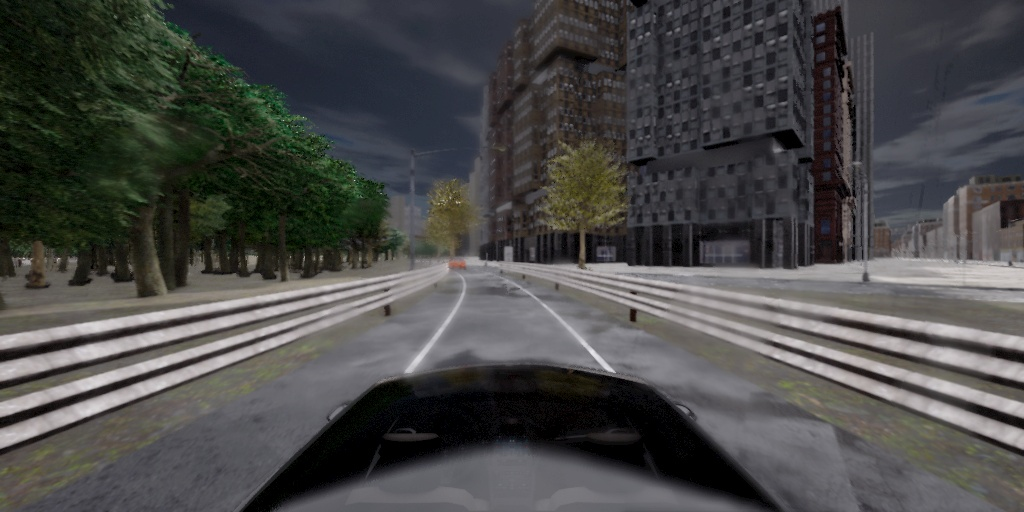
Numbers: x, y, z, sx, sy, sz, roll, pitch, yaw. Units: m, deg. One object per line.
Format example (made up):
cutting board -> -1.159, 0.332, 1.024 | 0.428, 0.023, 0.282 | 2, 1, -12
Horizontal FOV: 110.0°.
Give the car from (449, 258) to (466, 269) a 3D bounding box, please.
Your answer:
car -> -8.453, 1.081, 55.170 | 2.097, 1.767, 4.553 | 0, 0, -20
